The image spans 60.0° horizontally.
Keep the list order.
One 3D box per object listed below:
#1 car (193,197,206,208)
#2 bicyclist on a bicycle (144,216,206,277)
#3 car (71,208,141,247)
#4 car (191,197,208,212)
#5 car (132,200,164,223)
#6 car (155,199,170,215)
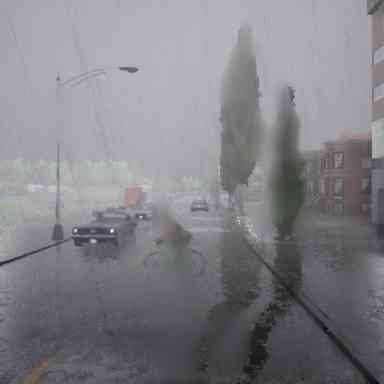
[{"bbox_3d":[1.118,1.525,49.454,1.812,1.442,4.674,0,0,2],"label":"car"},{"bbox_3d":[-0.466,1.447,8.779,1.656,1.620,0.582,-2,0,2],"label":"bicyclist on a bicycle"},{"bbox_3d":[-3.796,1.601,15.146,1.895,1.301,4.718,0,0,1],"label":"car"},{"bbox_3d":[0.905,1.563,38.946,1.994,1.385,4.181,0,0,2],"label":"car"},{"bbox_3d":[-3.499,1.564,25.051,1.994,1.385,4.181,0,0,2],"label":"car"},{"bbox_3d":[-3.325,1.504,33.833,1.837,1.490,4.892,0,0,2],"label":"car"}]
